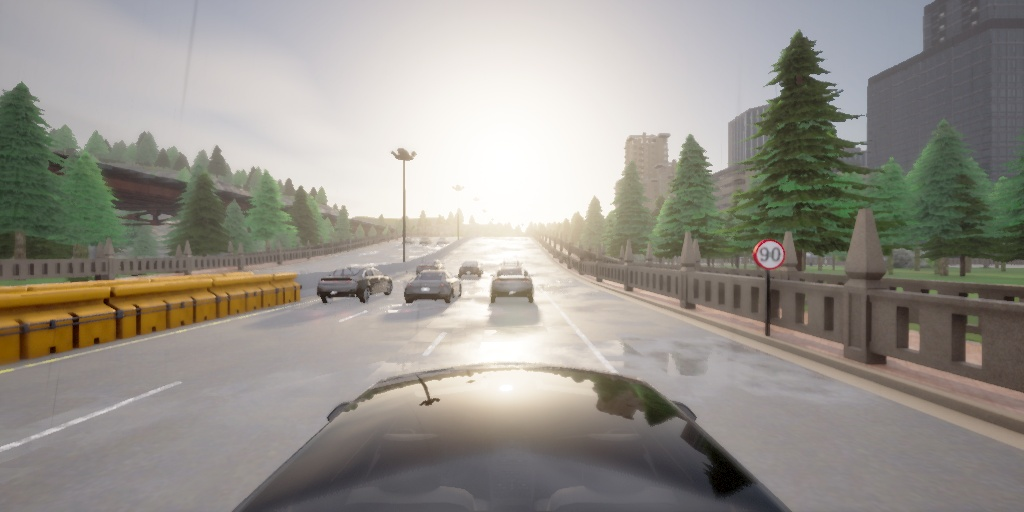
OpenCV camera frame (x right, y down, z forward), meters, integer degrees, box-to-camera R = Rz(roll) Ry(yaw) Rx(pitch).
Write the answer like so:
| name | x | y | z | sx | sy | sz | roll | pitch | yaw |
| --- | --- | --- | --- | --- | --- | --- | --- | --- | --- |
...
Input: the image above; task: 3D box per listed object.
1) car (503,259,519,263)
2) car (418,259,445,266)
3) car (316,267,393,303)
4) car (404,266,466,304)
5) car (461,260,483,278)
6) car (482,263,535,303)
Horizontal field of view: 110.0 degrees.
| name | x | y | z | sx | sy | sz | roll | pitch | yaw |
| --- | --- | --- | --- | --- | --- | --- | --- | --- | --- |
| car | -0.076 | 1.040 | 31.542 | 2.128 | 1.511 | 4.902 | 0 | 2 | 0 |
| car | -7.076 | 1.040 | 31.503 | 2.128 | 1.511 | 4.902 | 0 | 2 | 0 |
| car | -7.000 | 1.242 | 16.503 | 2.128 | 1.511 | 4.902 | 0 | 0 | 0 |
| car | -3.500 | 1.319 | 16.505 | 1.994 | 1.385 | 4.181 | 0 | 0 | 0 |
| car | -3.576 | 1.078 | 31.522 | 1.812 | 1.442 | 4.674 | 0 | 2 | 0 |
| car | 0.000 | 1.242 | 16.506 | 2.128 | 1.511 | 4.902 | 0 | 0 | 0 |
